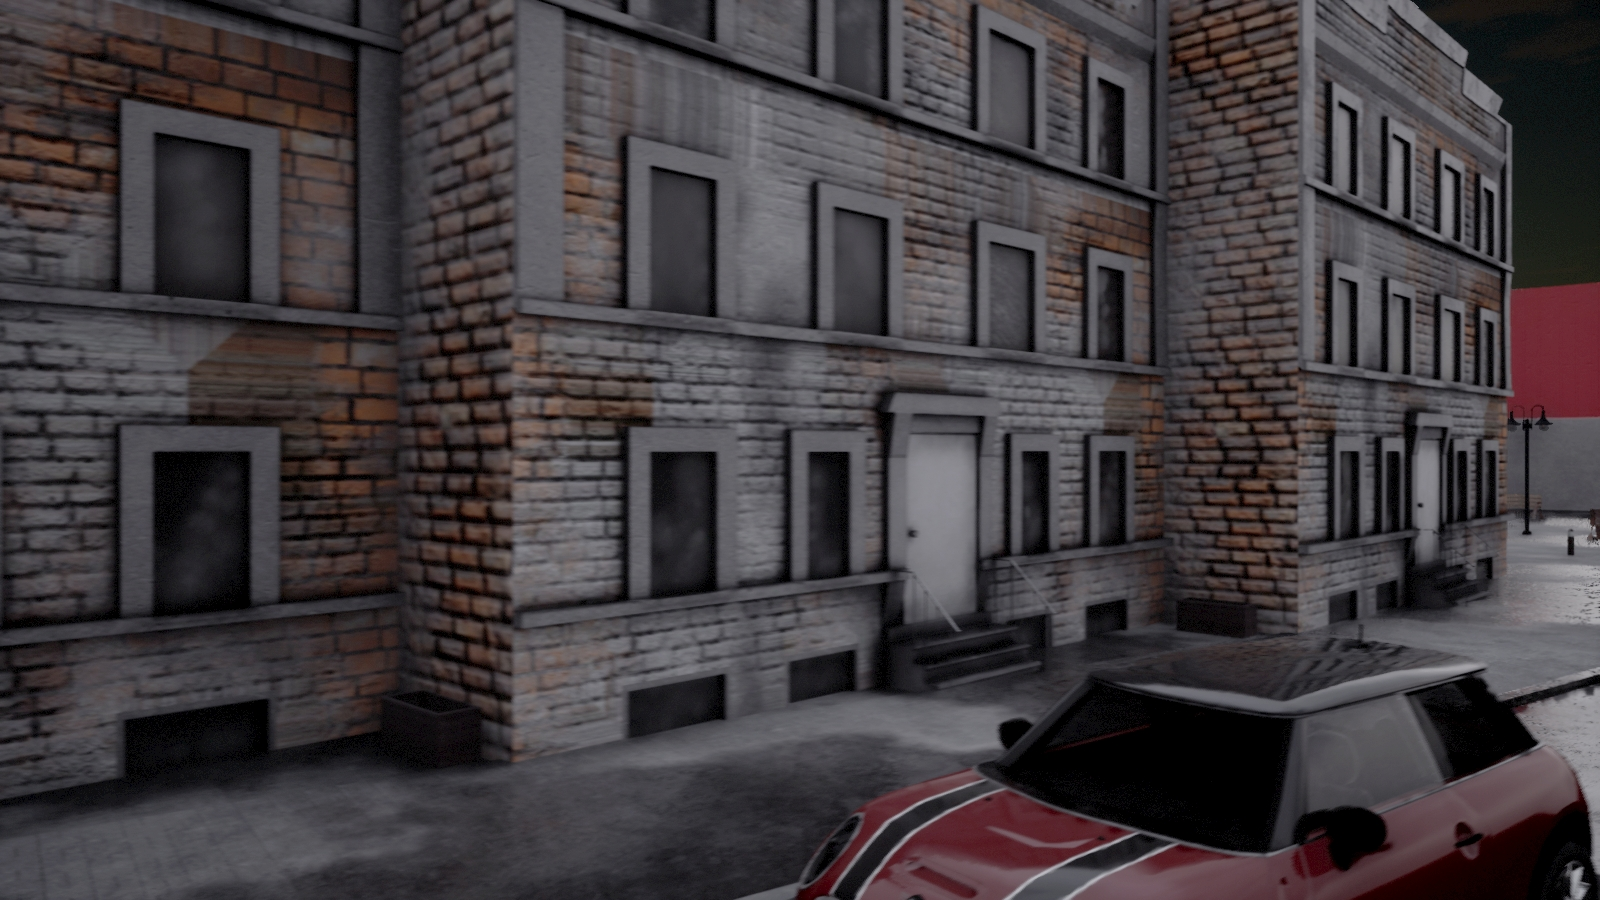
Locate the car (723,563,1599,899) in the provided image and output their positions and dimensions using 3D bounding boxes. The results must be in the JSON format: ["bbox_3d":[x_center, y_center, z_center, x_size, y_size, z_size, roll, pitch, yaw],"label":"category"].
[{"bbox_3d":[2.098,1.685,5.898,4.553,1.767,2.097,0,0,-35],"label":"car"}]
